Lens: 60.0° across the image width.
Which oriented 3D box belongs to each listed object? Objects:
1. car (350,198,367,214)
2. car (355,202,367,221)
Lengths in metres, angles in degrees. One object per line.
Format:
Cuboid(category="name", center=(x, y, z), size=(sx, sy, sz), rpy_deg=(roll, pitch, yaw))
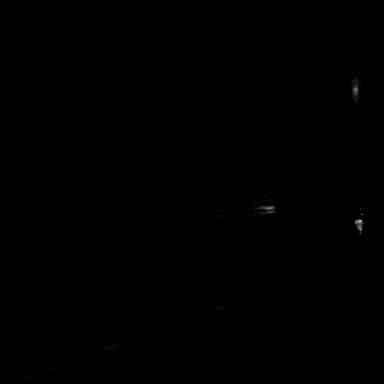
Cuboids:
Cuboid(category="car", center=(18.875, 1.725, 37.145), size=(5.566, 2.045, 2.150), rpy_deg=(0, -2, -44))
Cuboid(category="car", center=(17.025, 1.889, 30.472), size=(4.892, 1.490, 1.837), rpy_deg=(0, -2, -44))
